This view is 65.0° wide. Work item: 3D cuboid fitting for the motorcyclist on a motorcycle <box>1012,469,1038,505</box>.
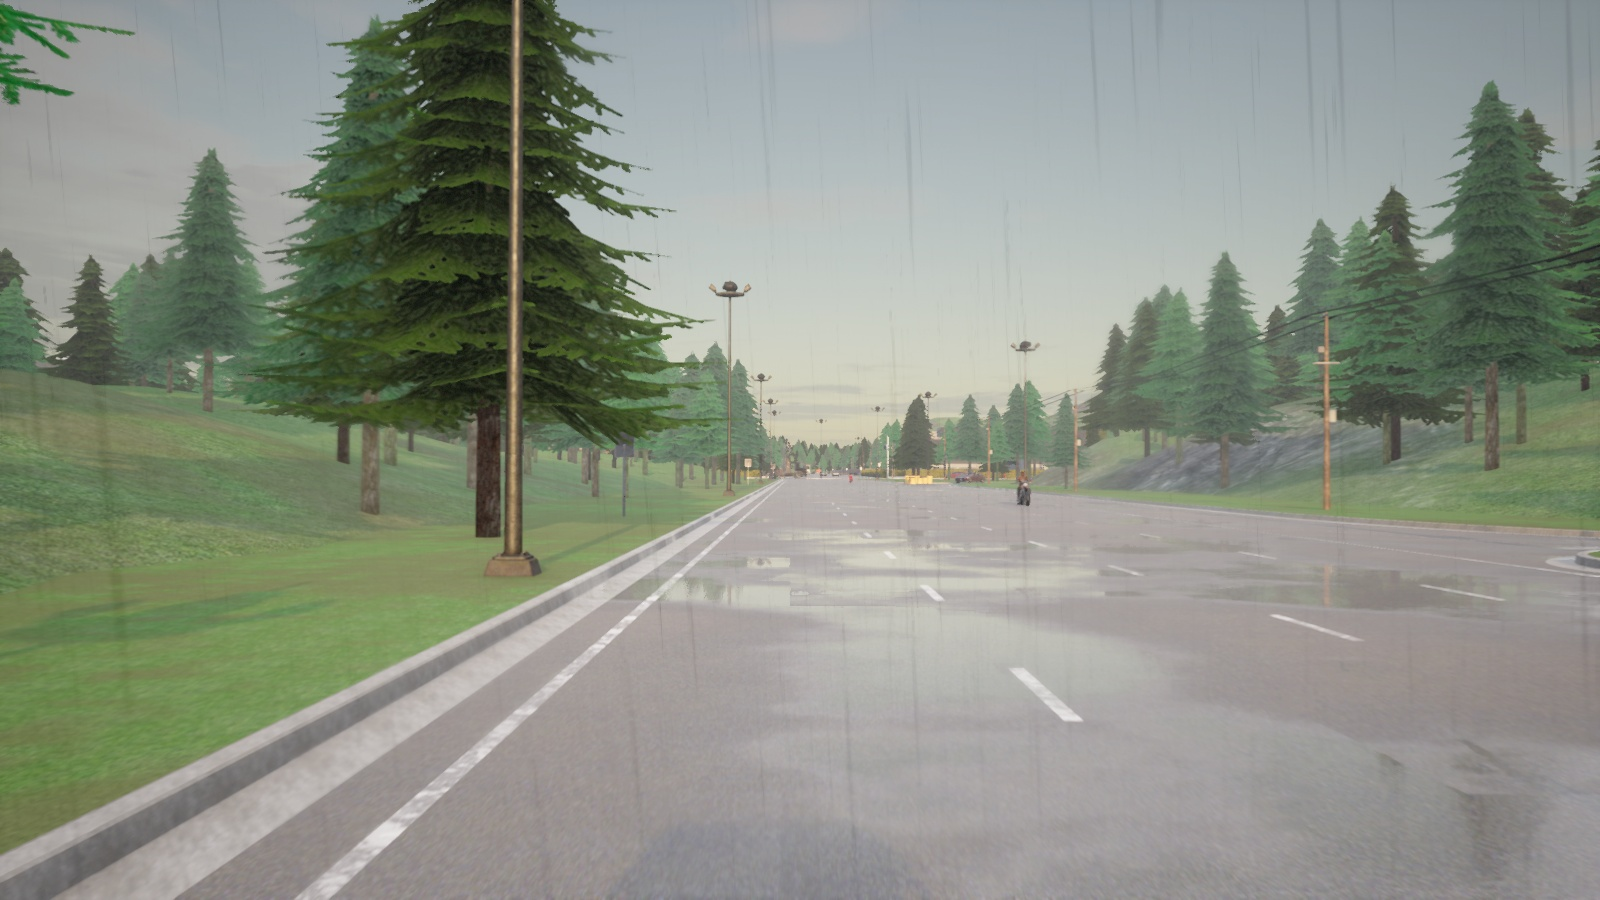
[{"bbox_3d":[10.359,1.694,57.975,0.766,1.649,2.350,0,-1,0],"label":"motorcyclist on a motorcycle"}]
